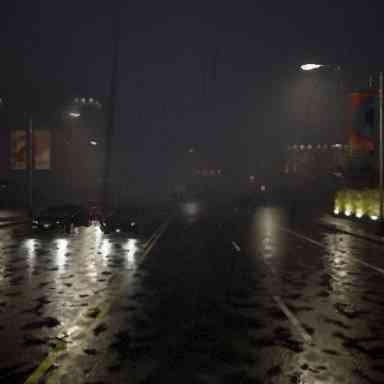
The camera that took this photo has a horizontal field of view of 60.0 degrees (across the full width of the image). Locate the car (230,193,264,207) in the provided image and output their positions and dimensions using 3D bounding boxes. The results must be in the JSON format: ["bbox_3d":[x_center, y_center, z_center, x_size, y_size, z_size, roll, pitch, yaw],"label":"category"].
[{"bbox_3d":[7.032,1.208,43.601,4.674,1.442,1.812,0,0,-39],"label":"car"}]

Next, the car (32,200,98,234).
[{"bbox_3d":[-7.001,1.367,18.405,1.837,1.490,4.892,0,0,0],"label":"car"}]

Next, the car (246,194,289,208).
[{"bbox_3d":[9.778,1.248,41.068,5.357,1.411,2.033,0,0,-28],"label":"car"}]

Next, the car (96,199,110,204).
[{"bbox_3d":[-7.023,1.299,24.576,1.882,1.535,5.008,0,0,0],"label":"car"}]

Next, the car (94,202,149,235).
[{"bbox_3d":[-3.501,1.420,18.405,2.033,1.411,5.357,0,0,0],"label":"car"}]

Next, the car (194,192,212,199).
[{"bbox_3d":[2.660,0.823,80.249,4.193,1.474,1.816,0,0,0],"label":"car"}]
